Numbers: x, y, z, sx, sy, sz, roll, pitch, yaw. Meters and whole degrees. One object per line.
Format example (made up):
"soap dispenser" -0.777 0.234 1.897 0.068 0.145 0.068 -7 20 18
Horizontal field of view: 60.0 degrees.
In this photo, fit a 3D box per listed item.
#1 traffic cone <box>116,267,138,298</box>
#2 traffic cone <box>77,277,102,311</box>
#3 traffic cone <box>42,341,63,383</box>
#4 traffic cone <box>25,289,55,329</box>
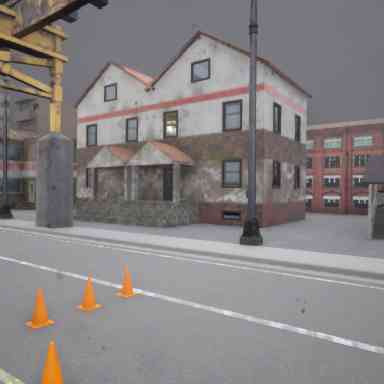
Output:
"traffic cone" -1.413 1.949 7.276 0.340 0.580 0.340 0 0 36
"traffic cone" -1.998 1.949 6.465 0.340 0.580 0.340 0 0 36
"traffic cone" -1.546 1.952 3.673 0.340 0.580 0.340 0 0 36
"traffic cone" -2.583 1.949 5.654 0.340 0.580 0.340 0 0 36
